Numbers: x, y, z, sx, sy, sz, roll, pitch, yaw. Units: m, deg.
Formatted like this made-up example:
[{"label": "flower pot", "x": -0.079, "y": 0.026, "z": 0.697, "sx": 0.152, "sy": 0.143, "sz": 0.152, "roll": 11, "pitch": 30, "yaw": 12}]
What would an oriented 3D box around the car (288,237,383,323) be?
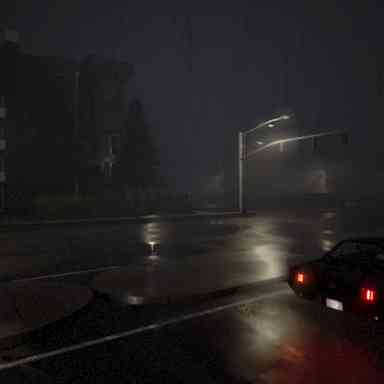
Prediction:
[{"label": "car", "x": 4.205, "y": 1.600, "z": 6.863, "sx": 4.718, "sy": 1.301, "sz": 1.895, "roll": 0, "pitch": 0, "yaw": -35}]
